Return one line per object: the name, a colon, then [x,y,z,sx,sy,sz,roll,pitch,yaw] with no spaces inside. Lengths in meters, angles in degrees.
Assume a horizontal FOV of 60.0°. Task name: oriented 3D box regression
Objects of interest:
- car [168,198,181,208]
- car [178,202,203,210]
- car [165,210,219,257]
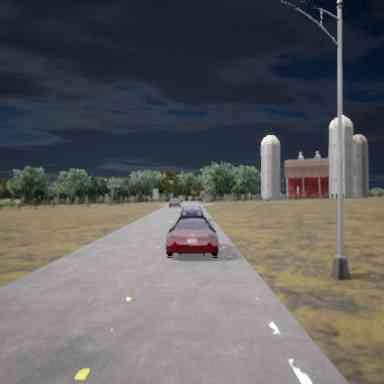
car: [-2.800,1.772,54.550,1.837,1.490,4.892,0,-1,0]
car: [0.004,1.738,28.246,1.895,1.301,4.718,0,0,0]
car: [0.018,1.666,13.509,1.994,1.385,4.181,0,0,0]
